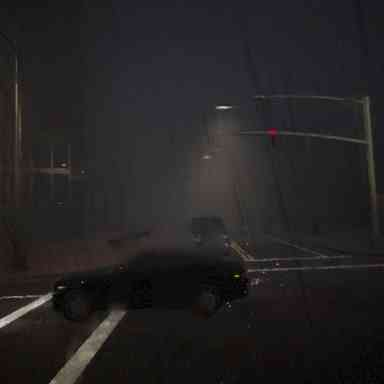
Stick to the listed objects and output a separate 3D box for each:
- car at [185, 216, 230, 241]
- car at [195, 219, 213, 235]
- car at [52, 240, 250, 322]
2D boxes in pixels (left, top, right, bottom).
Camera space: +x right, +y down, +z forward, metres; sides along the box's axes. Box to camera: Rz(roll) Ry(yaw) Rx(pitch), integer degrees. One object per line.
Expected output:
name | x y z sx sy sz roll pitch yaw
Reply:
car | 0.869 2.405 18.986 2.150 2.045 5.566 -2 -4 1
car | 1.352 3.882 37.493 1.837 1.490 4.892 -2 -4 1
car | -0.957 2.120 8.155 4.674 1.442 1.812 -3 -4 1
